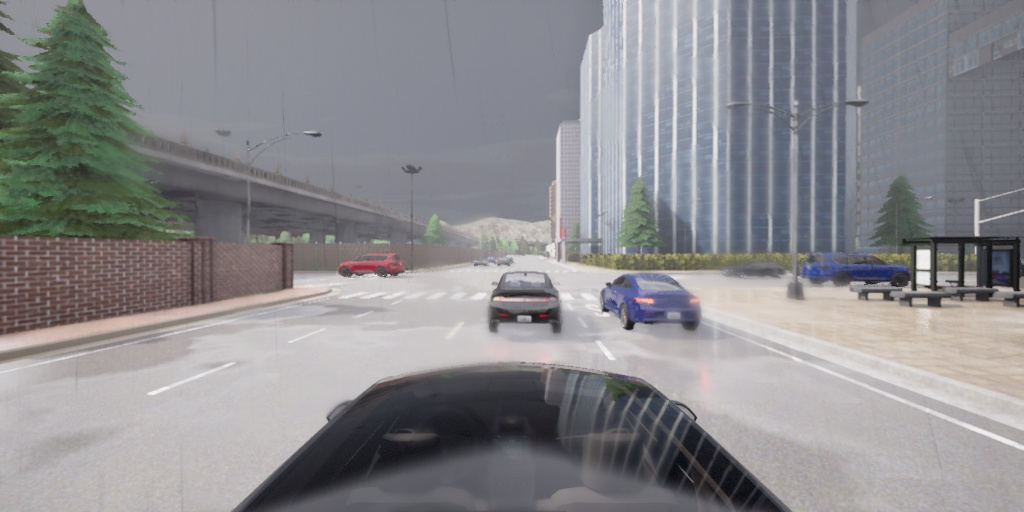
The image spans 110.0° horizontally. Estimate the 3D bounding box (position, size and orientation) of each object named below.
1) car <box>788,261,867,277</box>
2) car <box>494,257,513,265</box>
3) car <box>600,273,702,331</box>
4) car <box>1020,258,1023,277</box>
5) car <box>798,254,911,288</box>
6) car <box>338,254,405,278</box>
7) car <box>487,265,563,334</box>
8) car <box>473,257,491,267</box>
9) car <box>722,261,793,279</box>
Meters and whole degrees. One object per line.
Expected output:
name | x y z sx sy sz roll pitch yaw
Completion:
car | 28.779 1.143 32.861 5.357 1.411 2.033 0 0 3
car | -1.332 0.922 56.196 1.812 1.442 4.674 0 0 3
car | 3.902 1.216 10.696 1.812 1.442 4.674 0 0 3
car | 44.343 1.113 28.593 4.902 1.511 2.128 0 0 3
car | 21.594 0.886 22.587 5.566 2.045 2.150 0 0 4
car | -12.156 0.833 31.087 5.566 2.045 2.150 0 0 9
car | 0.391 1.184 10.472 2.128 1.511 4.902 0 0 3
car | -4.839 0.998 56.158 1.895 1.301 4.718 0 0 3
car | 19.998 1.144 29.731 4.674 1.442 1.812 0 0 2
